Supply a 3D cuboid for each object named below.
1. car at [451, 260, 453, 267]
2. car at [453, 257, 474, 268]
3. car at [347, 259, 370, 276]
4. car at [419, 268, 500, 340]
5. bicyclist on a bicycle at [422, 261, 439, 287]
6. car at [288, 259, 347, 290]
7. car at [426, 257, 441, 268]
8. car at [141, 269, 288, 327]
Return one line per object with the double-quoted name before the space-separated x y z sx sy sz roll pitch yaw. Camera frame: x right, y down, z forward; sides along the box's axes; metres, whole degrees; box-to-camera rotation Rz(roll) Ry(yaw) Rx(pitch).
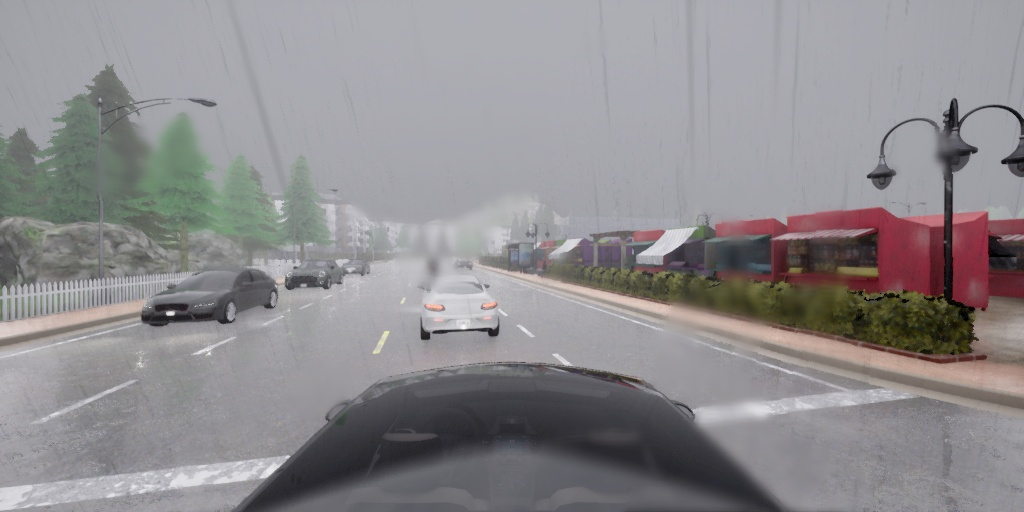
"car" -7.890 0.906 52.647 1.812 1.442 4.674 0 0 -13
"car" -5.830 1.047 43.775 1.895 1.301 4.718 0 0 -13
"car" -14.188 1.019 32.643 2.128 1.511 4.902 0 0 -13
"car" -1.521 1.225 9.807 1.812 1.442 4.674 0 0 -13
"bicyclist on a bicycle" -4.401 1.078 19.642 0.582 1.620 1.656 0 1 25
"car" -11.490 0.966 21.073 2.097 1.767 4.553 0 0 -13
"car" -11.096 0.898 50.810 1.837 1.490 4.892 0 0 -13
"car" -9.241 1.189 11.482 1.837 1.490 4.892 0 1 -13
